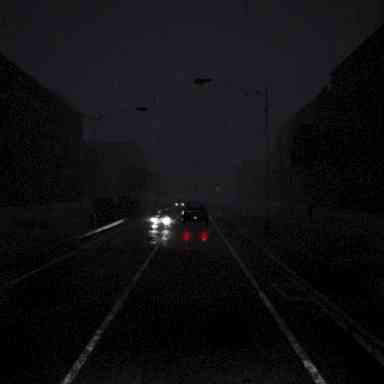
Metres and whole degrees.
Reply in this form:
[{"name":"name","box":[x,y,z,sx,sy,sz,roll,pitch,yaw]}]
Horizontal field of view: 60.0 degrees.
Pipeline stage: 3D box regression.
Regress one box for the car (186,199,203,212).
[{"name":"car","box":[0.320,1.639,42.978,2.128,1.511,4.902,0,0,0]}]

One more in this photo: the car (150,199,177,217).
[{"name":"car","box":[-2.928,1.579,32.599,2.128,1.511,4.902,0,0,0]}]

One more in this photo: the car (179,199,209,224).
[{"name":"car","box":[0.229,1.540,24.794,2.128,1.511,4.902,0,0,0]}]

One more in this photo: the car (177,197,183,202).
[{"name":"car","box":[-2.624,1.775,72.999,1.994,1.385,4.181,0,0,0]}]
